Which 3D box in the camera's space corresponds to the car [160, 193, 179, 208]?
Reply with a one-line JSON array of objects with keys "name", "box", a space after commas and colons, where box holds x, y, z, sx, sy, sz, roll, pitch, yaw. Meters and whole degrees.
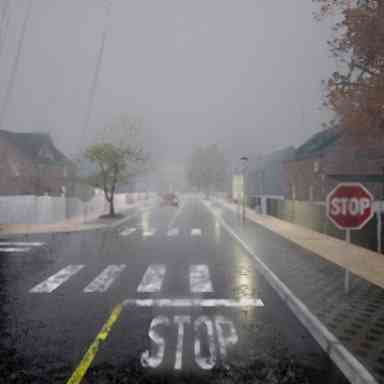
[{"name": "car", "box": [-2.706, 0.966, 40.552, 2.097, 1.767, 4.553, 0, 0, 0]}]
